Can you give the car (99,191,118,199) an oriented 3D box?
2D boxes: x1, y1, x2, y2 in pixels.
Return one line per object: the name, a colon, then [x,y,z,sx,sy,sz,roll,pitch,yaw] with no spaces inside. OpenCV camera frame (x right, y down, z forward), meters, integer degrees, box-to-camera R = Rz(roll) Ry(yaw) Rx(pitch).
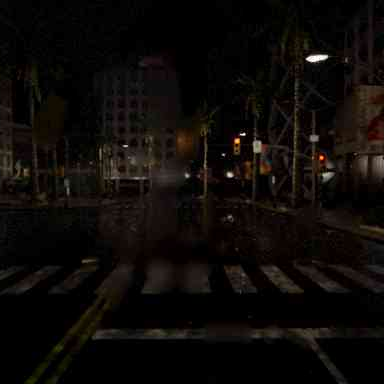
car: [-17.642,0.602,70.360,4.553,1.767,2.097,1,1,41]
